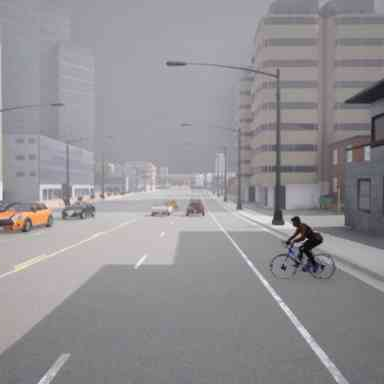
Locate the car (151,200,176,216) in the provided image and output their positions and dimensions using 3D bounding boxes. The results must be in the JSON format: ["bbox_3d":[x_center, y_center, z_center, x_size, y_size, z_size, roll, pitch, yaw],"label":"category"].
[{"bbox_3d":[-3.118,1.798,35.334,1.895,1.301,4.718,0,0,1],"label":"car"}]

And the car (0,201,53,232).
[{"bbox_3d":[-10.411,1.447,20.481,2.097,1.767,4.553,0,-1,1],"label":"car"}]

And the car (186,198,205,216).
[{"bbox_3d":[0.384,1.722,35.119,1.812,1.442,4.674,0,0,1],"label":"car"}]

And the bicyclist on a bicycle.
[{"bbox_3d":[2.797,1.443,8.421,1.656,1.620,0.582,-1,0,1],"label":"bicyclist on a bicycle"}]

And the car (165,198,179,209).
[{"bbox_3d":[-3.015,1.584,47.646,1.882,1.535,5.008,0,1,1],"label":"car"}]

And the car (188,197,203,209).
[{"bbox_3d":[0.494,1.591,48.151,2.128,1.511,4.902,0,1,1],"label":"car"}]

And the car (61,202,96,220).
[{"bbox_3d":[-10.286,1.672,30.513,2.128,1.511,4.902,0,0,1],"label":"car"}]
